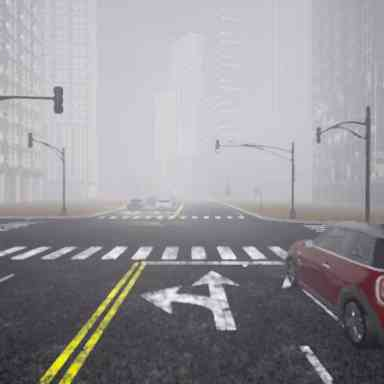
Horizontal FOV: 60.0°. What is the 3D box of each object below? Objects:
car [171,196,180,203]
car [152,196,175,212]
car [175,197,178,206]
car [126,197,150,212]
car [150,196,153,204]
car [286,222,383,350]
[{"bbox_3d":[-3.515,1.563,71.456,1.895,1.301,4.718,0,0,-2],"label":"car"},{"bbox_3d":[-3.323,1.538,39.745,1.812,1.442,4.674,0,0,0],"label":"car"},{"bbox_3d":[-3.284,1.547,55.964,2.033,1.411,5.357,0,0,1],"label":"car"},{"bbox_3d":[-6.573,1.517,39.777,1.837,1.490,4.892,0,0,0],"label":"car"},{"bbox_3d":[-6.542,1.505,55.851,1.837,1.490,4.892,0,0,0],"label":"car"},{"bbox_3d":[3.354,1.358,6.400,2.097,1.767,4.553,0,0,0],"label":"car"}]
